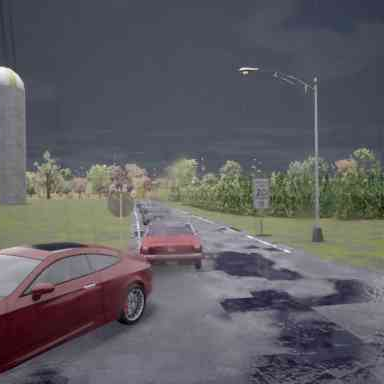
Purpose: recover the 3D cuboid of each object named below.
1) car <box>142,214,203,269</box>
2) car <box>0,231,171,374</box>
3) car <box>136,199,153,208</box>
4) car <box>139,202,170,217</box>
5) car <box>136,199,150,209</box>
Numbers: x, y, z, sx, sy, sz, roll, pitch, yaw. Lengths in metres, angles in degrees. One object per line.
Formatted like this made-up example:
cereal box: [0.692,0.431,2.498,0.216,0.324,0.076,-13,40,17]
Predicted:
car: [-0.742,1.665,11.376,1.895,1.301,4.718,-1,0,-5]
car: [-2.392,1.557,5.059,1.812,1.442,4.674,0,-1,29]
car: [-5.200,1.670,38.801,2.128,1.511,4.902,-1,0,-11]
car: [-2.643,1.679,24.601,1.994,1.385,4.181,-1,0,-11]
car: [-7.808,1.804,52.614,1.994,1.385,4.181,-1,0,-11]
